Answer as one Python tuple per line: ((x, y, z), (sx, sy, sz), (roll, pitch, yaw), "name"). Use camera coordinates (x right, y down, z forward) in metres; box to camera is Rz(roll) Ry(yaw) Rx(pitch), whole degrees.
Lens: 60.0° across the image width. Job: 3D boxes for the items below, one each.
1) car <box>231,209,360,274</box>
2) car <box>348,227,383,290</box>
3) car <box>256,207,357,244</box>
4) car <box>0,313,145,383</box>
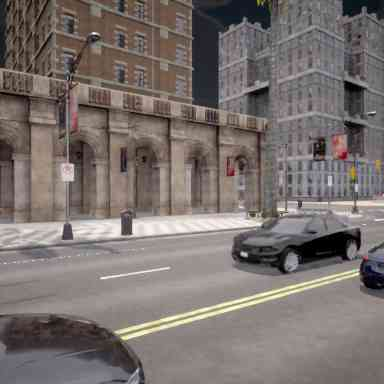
((3.497, 1.477, 10.771), (5.008, 1.535, 1.882), (0, 0, -35), "car")
((5.843, 1.564, 7.911), (4.181, 1.385, 1.994), (0, 0, -36), "car")
((5.854, 1.548, 16.728), (5.357, 1.411, 2.033), (0, 0, -35), "car")
((-2.607, 1.492, 1.890), (4.902, 1.511, 2.128), (0, 0, -35), "car")
